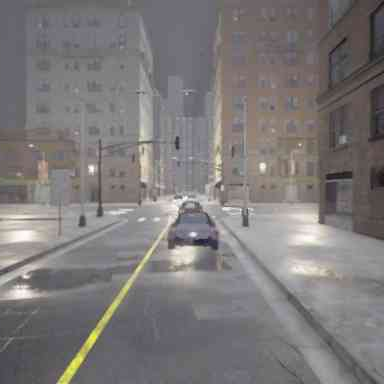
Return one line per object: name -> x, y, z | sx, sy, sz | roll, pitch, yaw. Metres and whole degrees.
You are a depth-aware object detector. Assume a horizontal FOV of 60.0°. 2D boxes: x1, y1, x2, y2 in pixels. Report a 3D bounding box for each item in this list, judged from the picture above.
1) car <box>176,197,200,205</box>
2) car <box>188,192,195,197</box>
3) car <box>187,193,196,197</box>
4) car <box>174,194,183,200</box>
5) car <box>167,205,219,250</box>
car -> -0.086, 1.351, 23.616 | 1.812, 1.442, 4.674 | 0, 0, -1
car -> -0.106, 0.797, 93.412 | 1.895, 1.301, 4.718 | 0, 0, 0
car -> -0.073, 0.955, 82.961 | 2.128, 1.511, 4.902 | 0, 0, 0
car -> -3.045, 1.093, 73.628 | 1.895, 1.301, 4.718 | 0, 0, 0
car -> 0.075, 1.461, 13.841 | 1.994, 1.385, 4.181 | 0, 0, 1
